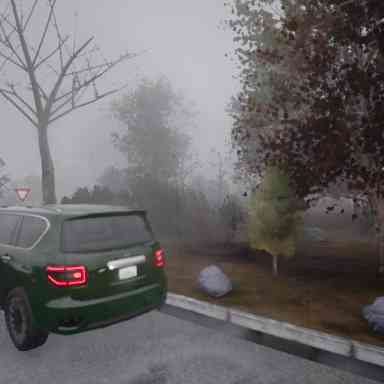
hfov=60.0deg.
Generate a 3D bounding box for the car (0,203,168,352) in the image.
[{"bbox_3d":[-2.895,1.237,6.500,5.566,2.045,2.150,0,0,42],"label":"car"}]
